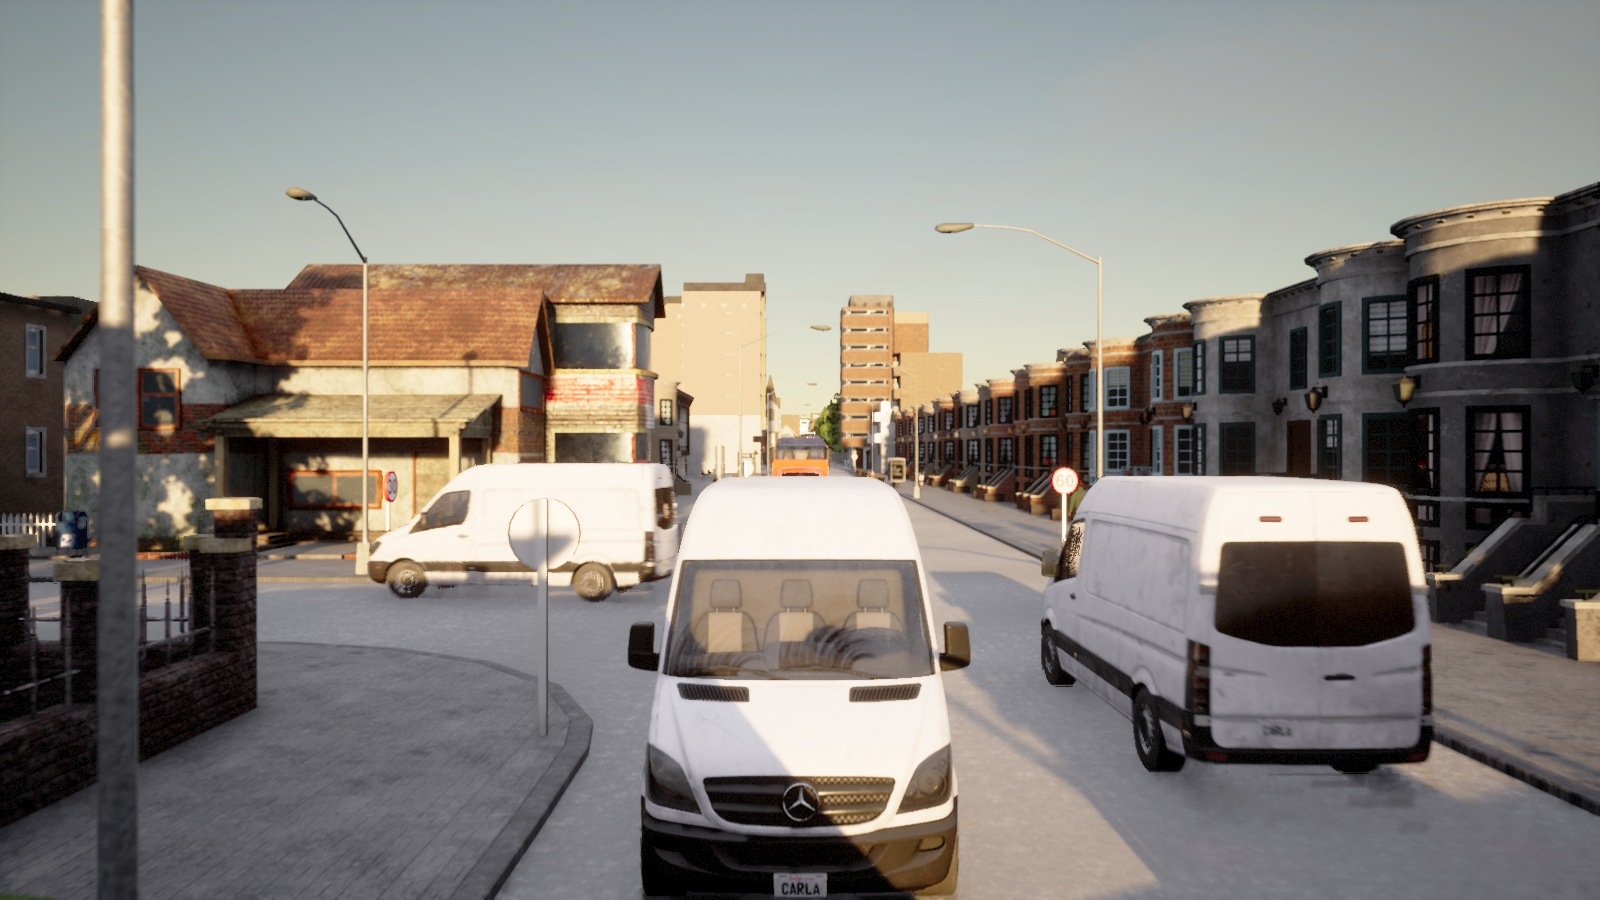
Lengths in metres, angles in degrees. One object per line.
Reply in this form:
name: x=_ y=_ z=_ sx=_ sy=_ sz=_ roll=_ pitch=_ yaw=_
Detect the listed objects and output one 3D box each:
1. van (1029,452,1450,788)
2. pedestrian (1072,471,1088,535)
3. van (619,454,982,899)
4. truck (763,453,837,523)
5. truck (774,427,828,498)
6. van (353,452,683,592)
van: x=3.980 y=1.319 z=11.756 sx=1.988 sy=2.561 sz=5.915 roll=0 pitch=0 yaw=-1
pedestrian: x=8.156 y=1.535 z=33.287 sx=0.375 sy=1.860 sz=0.375 roll=0 pitch=0 yaw=-1
van: x=0.001 y=1.318 z=9.230 sx=1.988 sy=2.561 sz=5.915 roll=0 pitch=0 yaw=0
truck: x=0.013 y=1.360 z=43.220 sx=2.627 sy=2.467 sz=5.204 roll=0 pitch=0 yaw=0
truck: x=0.035 y=0.685 z=65.199 sx=2.891 sy=3.827 sz=8.468 roll=0 pitch=0 yaw=0
van: x=-5.404 y=1.320 z=22.241 sx=5.915 sy=2.561 sz=1.988 roll=0 pitch=0 yaw=8
